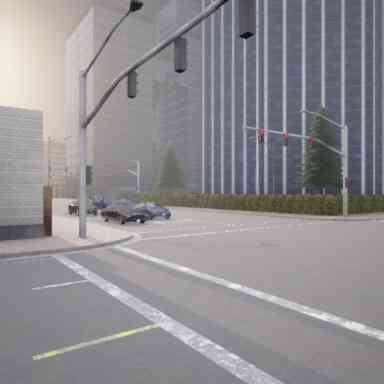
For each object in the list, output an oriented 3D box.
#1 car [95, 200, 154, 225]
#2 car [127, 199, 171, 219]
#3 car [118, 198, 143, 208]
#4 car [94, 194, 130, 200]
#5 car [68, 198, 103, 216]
[{"bbox_3d":[-5.262,1.603,25.262,2.033,1.411,5.357,0,0,-36],"label":"car"},{"bbox_3d":[-3.667,1.581,29.075,1.812,1.442,4.674,0,0,-36],"label":"car"},{"bbox_3d":[-9.067,1.619,48.892,1.994,1.385,4.181,0,0,-36],"label":"car"},{"bbox_3d":[-9.329,1.277,36.947,2.150,2.045,5.566,0,0,-36],"label":"car"},{"bbox_3d":[-10.932,1.560,33.171,1.837,1.490,4.892,0,0,-36],"label":"car"}]
